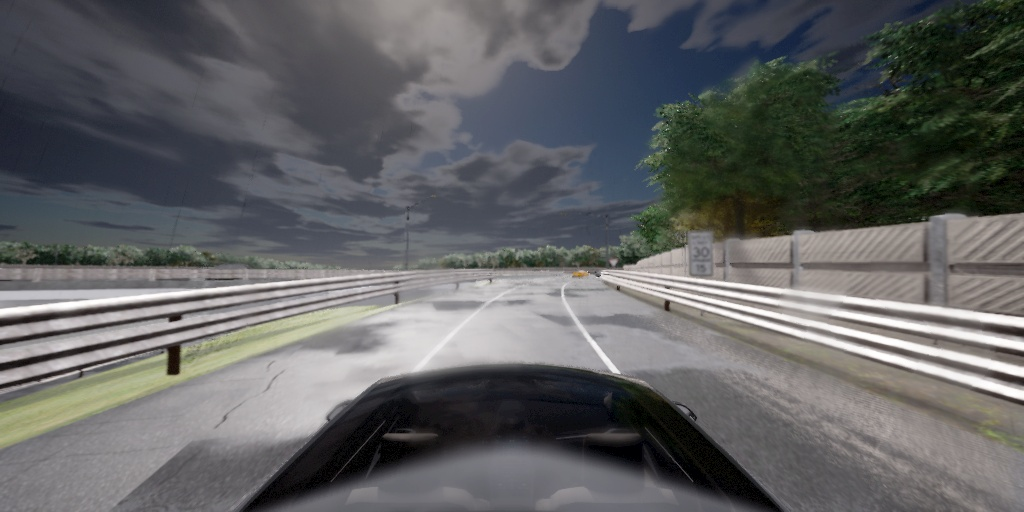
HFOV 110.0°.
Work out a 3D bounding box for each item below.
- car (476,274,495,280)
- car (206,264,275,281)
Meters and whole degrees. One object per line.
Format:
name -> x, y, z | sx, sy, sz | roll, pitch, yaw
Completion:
car -> -4.275, 2.444, 44.650 | 1.895, 1.301, 4.718 | -2, -3, 44
car -> -22.282, 1.482, 29.671 | 4.553, 1.767, 2.097 | 2, -3, -34
